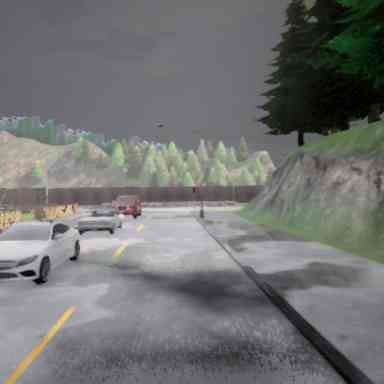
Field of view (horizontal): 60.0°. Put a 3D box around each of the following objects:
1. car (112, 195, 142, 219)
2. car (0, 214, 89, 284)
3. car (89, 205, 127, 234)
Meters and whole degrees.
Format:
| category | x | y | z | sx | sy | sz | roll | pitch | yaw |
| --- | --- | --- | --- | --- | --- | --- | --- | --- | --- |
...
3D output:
| category | x | y | z | sx | sy | sz | roll | pitch | yaw |
| --- | --- | --- | --- | --- | --- | --- | --- | --- | --- |
| car | -5.876 | 1.293 | 30.305 | 2.150 | 2.045 | 5.566 | -1 | 0 | -3 |
| car | -4.648 | 1.586 | 9.825 | 1.812 | 1.442 | 4.674 | -1 | 0 | -4 |
| car | -5.255 | 1.667 | 19.636 | 1.895 | 1.301 | 4.718 | -1 | 0 | -3 |
